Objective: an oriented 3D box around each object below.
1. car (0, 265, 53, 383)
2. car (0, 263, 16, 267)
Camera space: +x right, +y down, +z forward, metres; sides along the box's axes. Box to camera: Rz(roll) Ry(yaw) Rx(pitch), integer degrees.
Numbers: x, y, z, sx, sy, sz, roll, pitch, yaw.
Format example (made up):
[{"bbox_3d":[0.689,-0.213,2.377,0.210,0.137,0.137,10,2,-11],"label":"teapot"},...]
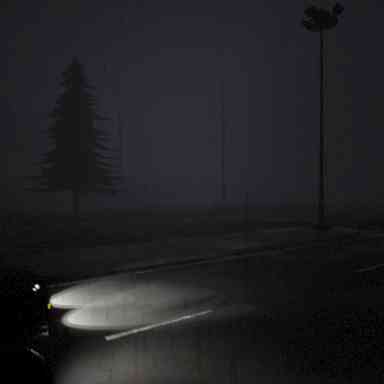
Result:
[{"bbox_3d":[-3.113,1.528,1.526,4.674,1.442,1.812,0,0,-35],"label":"car"},{"bbox_3d":[-4.383,1.565,4.921,4.181,1.385,1.994,0,0,-36],"label":"car"}]
